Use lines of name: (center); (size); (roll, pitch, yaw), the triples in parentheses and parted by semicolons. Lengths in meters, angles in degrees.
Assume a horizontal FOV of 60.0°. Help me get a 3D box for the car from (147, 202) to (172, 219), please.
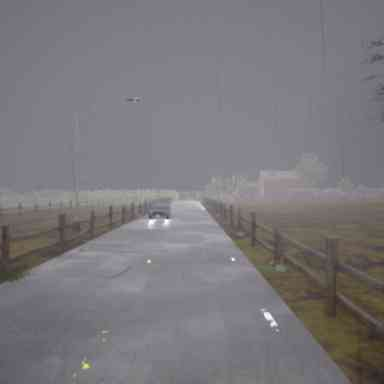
car: (-2.777, 1.579, 29.806); (2.033, 1.411, 5.357); (0, 0, 0)
